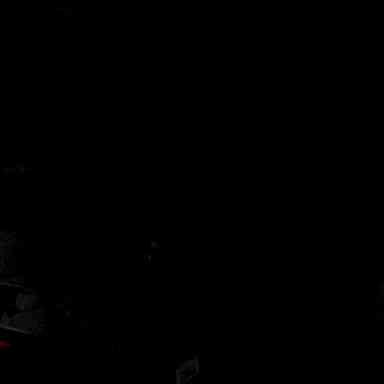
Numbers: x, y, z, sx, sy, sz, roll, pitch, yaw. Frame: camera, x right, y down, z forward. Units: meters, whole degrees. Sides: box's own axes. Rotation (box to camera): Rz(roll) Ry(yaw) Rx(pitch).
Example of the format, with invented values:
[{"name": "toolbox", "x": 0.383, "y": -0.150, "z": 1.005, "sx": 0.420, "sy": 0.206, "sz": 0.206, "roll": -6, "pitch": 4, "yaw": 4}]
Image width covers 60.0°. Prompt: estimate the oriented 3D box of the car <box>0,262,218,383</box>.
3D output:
[{"name": "car", "x": -1.728, "y": 1.564, "z": 4.052, "sx": 4.313, "sy": 1.339, "sz": 1.947, "roll": 0, "pitch": 0, "yaw": 36}]
